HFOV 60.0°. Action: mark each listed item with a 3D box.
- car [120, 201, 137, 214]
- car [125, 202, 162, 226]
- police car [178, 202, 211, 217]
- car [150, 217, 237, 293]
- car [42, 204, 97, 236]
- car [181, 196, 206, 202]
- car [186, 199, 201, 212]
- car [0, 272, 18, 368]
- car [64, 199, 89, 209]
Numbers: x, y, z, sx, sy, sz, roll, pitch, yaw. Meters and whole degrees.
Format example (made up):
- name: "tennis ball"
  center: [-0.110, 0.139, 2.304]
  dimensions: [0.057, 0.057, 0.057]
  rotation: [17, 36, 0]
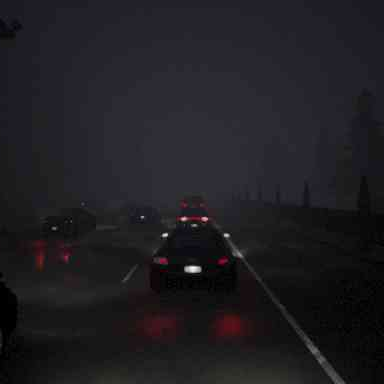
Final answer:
- name: "car"
  center: [-6.842, 1.732, 37.658]
  dimensions: [1.812, 1.442, 4.674]
  rotation: [0, 0, 0]
- name: "car"
  center: [-3.362, 1.699, 24.658]
  dimensions: [1.994, 1.385, 4.181]
  rotation: [0, 0, 0]
- name: "police car"
  center: [0.131, 1.613, 19.591]
  dimensions: [2.038, 1.542, 4.974]
  rotation: [0, 0, 0]
- name: "car"
  center: [0.100, 1.614, 9.031]
  dimensions: [1.994, 1.385, 4.181]
  rotation: [0, 0, 2]
- name: "car"
  center: [-6.871, 1.629, 18.946]
  dimensions: [1.812, 1.442, 4.674]
  rotation: [0, 0, 0]
- name: "car"
  center: [0.155, 1.394, 31.930]
  dimensions: [2.150, 2.045, 5.566]
  rotation: [0, -1, 0]
- name: "car"
  center: [0.168, 1.691, 42.947]
  dimensions: [1.801, 1.575, 5.366]
  rotation: [0, 0, 0]
- name: "car"
  center: [-3.397, 1.231, 2.062]
  dimensions: [2.150, 2.045, 5.566]
  rotation: [0, -1, 0]
- name: "car"
  center: [-17.521, 1.825, 50.776]
  dimensions: [2.033, 1.411, 5.357]
  rotation: [0, 0, 0]
